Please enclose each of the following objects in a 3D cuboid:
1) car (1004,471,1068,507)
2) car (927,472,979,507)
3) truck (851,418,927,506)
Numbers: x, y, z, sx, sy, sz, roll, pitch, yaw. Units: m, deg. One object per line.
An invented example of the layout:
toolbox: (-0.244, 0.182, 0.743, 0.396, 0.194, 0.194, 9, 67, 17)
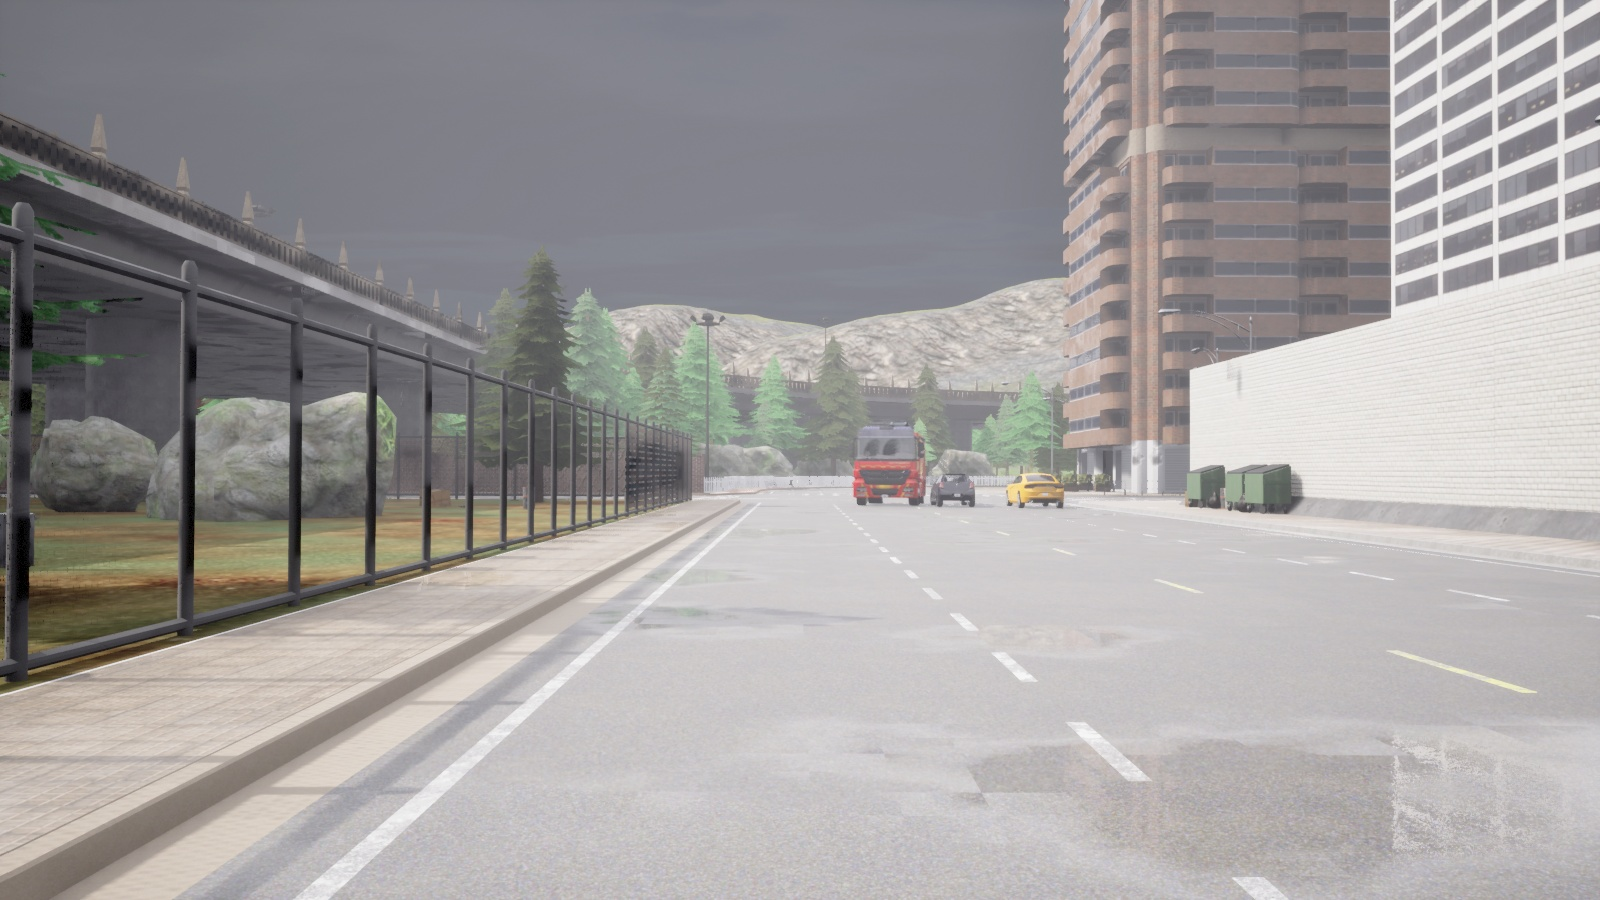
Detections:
car: (10.344, 1.679, 55.419, 1.882, 1.535, 5.008, 0, -1, 0)
car: (6.842, 1.746, 56.417, 1.845, 1.501, 3.633, 0, -1, 0)
truck: (4.310, 0.635, 59.030, 2.891, 3.827, 8.468, 0, -1, 9)
